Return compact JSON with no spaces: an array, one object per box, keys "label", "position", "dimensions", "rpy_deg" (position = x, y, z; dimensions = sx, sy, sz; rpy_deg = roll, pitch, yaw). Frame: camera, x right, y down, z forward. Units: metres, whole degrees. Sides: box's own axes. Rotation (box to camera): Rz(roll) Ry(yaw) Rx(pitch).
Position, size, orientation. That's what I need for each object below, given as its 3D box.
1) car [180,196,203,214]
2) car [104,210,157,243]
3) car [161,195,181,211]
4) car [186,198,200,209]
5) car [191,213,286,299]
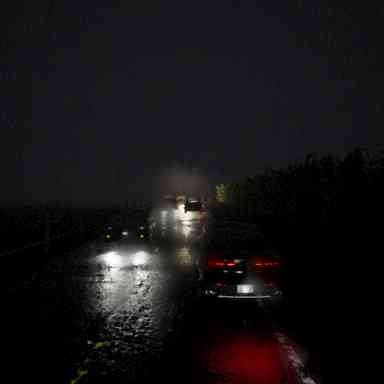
[{"label":"car","position":[0.117,1.491,35.613],"dimensions":[2.128,1.511,4.902],"rpy_deg":[0,0,0]},{"label":"car","position":[-2.832,1.563,16.061],"dimensions":[1.994,1.385,4.181],"rpy_deg":[0,0,0]},{"label":"car","position":[-2.700,1.505,41.715],"dimensions":[1.837,1.490,4.892],"rpy_deg":[0,0,0]},{"label":"car","position":[0.127,1.526,45.787],"dimensions":[1.812,1.442,4.674],"rpy_deg":[0,0,0]},{"label":"car","position":[0.973,1.505,8.444],"dimensions":[1.837,1.490,4.892],"rpy_deg":[0,0,0]}]
